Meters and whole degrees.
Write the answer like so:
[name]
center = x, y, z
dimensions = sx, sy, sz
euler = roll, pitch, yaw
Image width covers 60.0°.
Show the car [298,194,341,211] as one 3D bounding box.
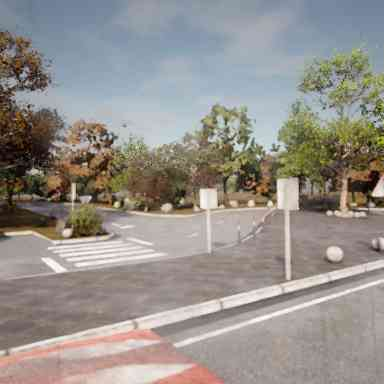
[car]
center = 17.011, 1.339, 44.113
dimensions = 5.566, 2.045, 2.150
euler = -1, 1, 13
